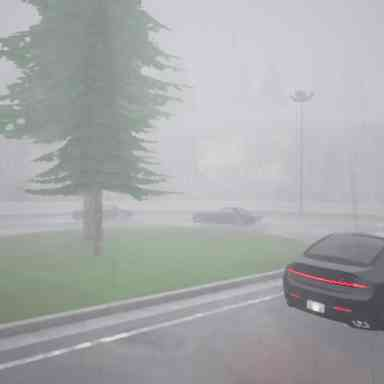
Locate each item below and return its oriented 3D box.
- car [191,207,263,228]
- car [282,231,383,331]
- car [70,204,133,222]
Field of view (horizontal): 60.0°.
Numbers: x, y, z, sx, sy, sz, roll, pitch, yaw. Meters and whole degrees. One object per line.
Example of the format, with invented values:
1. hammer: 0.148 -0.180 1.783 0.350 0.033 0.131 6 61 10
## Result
1. car: 2.339 1.695 23.000 4.718 1.301 1.895 0 0 29
2. car: 3.811 1.548 6.688 4.892 1.490 1.837 1 0 -39
3. car: -7.191 1.657 26.447 4.718 1.301 1.895 0 0 -21
